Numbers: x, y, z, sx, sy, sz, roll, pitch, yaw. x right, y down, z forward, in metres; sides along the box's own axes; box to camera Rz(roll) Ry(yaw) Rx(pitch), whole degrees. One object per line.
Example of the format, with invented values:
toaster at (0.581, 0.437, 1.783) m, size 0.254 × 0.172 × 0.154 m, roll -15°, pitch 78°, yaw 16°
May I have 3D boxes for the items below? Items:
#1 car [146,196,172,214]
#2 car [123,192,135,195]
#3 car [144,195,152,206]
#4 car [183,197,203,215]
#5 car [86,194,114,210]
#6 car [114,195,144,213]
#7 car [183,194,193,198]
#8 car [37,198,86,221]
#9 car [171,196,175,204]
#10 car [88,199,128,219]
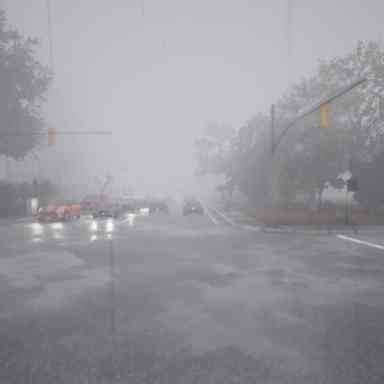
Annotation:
car at (-3.409, 1.488, 35.258) m, size 1.837 × 1.490 × 4.892 m, roll 0°, pitch 0°, yaw 0°
car at (-10.923, 1.110, 57.341) m, size 2.150 × 2.045 × 5.566 m, roll 0°, pitch 0°, yaw -3°
car at (-7.100, 1.547, 47.408) m, size 1.895 × 1.301 × 4.718 m, roll 0°, pitch 0°, yaw -1°
car at (0.095, 1.550, 33.756) m, size 1.994 × 1.385 × 4.181 m, roll 0°, pitch 0°, yaw 0°
car at (-10.562, 1.203, 36.545) m, size 2.150 × 2.045 × 5.566 m, roll 0°, pitch 0°, yaw 0°
car at (-7.066, 1.457, 37.383) m, size 1.882 × 1.535 × 5.008 m, roll 0°, pitch 0°, yaw 0°
car at (-0.618, 1.218, 60.984) m, size 2.097 × 1.767 × 4.553 m, roll 0°, pitch 0°, yaw -4°
car at (-10.620, 1.343, 26.960) m, size 2.097 × 1.767 × 4.553 m, roll 0°, pitch 0°, yaw 1°
car at (-4.064, 1.421, 59.905) m, size 2.033 × 1.411 × 5.357 m, roll 0°, pitch 0°, yaw -4°
car at (-7.093, 1.554, 28.574) m, size 1.994 × 1.385 × 4.181 m, roll 0°, pitch 0°, yaw 0°
